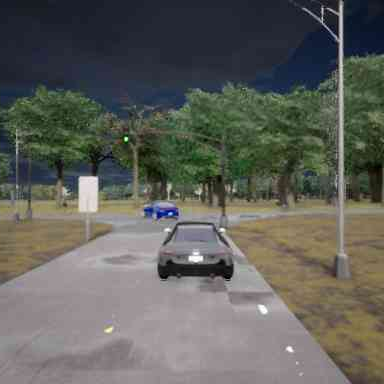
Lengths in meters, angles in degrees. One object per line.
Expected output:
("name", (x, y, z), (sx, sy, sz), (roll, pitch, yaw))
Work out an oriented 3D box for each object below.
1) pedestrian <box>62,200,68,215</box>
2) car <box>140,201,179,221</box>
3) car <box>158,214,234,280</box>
("pedestrian", (-15.113, 1.798, 39.501), (0.375, 1.860, 0.375), (0, -1, 0))
("car", (-2.840, 1.509, 28.393), (1.882, 1.535, 5.008), (0, 1, -27))
("car", (0.093, 1.586, 10.072), (1.994, 1.385, 4.181), (0, 0, 0))
